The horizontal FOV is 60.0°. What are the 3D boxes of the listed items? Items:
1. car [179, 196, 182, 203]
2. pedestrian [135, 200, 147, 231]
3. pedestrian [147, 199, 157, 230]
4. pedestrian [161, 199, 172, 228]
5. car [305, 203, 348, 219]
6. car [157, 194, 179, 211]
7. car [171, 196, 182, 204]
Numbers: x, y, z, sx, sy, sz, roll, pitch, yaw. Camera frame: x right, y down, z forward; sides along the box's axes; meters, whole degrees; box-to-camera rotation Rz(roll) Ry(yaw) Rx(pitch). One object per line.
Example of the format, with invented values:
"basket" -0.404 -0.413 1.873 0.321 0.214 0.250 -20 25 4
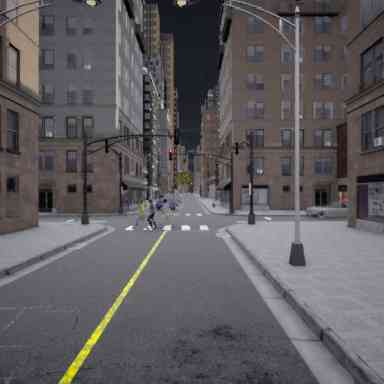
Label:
"car" -3.134 1.569 53.008 2.033 1.411 5.357 0 0 0
"pedestrian" -2.959 1.298 19.255 0.375 1.860 0.375 0 0 0
"pedestrian" -2.429 1.298 19.795 0.375 1.860 0.375 0 0 0
"pedestrian" -1.574 1.298 20.471 0.375 1.860 0.375 0 0 0
"car" 12.323 1.592 28.645 4.718 1.301 1.895 0 0 0
"car" -3.138 1.237 41.547 2.150 2.045 5.566 0 0 -1
"car" -3.062 1.594 67.871 1.994 1.385 4.181 0 0 0
